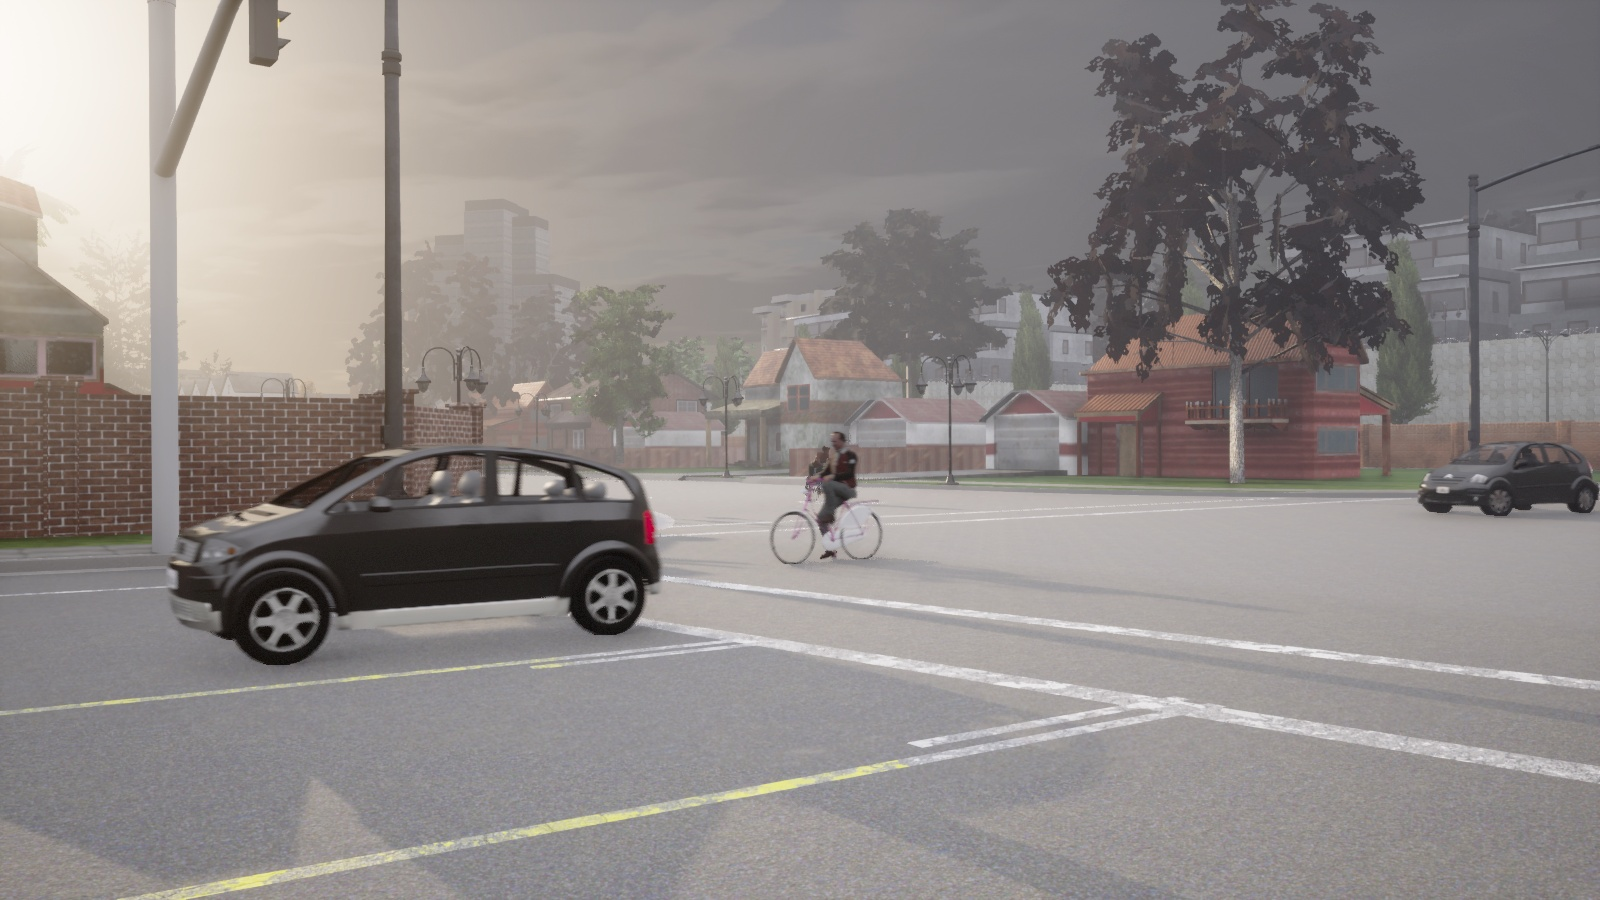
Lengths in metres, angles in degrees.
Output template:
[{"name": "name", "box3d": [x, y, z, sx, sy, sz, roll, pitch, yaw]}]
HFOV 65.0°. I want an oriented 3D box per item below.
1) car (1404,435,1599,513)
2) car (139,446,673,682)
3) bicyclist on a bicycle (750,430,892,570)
[{"name": "car", "box3d": [15.685, 0.500, 27.969, 3.988, 1.617, 1.851, -1, 0, -23]}, {"name": "car", "box3d": [-3.082, 0.752, 10.044, 3.705, 1.549, 1.789, 0, 0, -35]}, {"name": "bicyclist on a bicycle", "box3d": [0.292, 0.630, 16.657, 1.843, 1.776, 0.659, 0, 0, -35]}]
